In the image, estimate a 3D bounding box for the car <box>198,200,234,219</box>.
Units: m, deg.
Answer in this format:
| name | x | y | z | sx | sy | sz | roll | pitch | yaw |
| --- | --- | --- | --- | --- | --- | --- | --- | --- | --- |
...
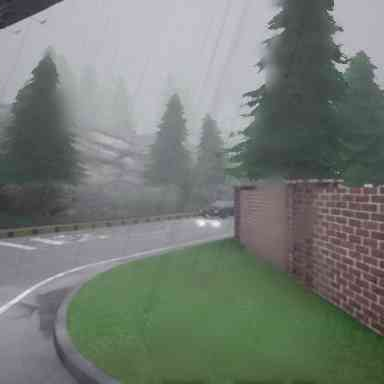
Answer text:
| name | x | y | z | sx | sy | sz | roll | pitch | yaw |
| --- | --- | --- | --- | --- | --- | --- | --- | --- | --- |
| car | 2.648 | 1.365 | 26.870 | 2.033 | 1.411 | 5.357 | 0 | 0 | 35 |
